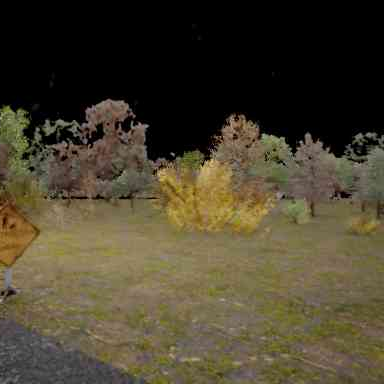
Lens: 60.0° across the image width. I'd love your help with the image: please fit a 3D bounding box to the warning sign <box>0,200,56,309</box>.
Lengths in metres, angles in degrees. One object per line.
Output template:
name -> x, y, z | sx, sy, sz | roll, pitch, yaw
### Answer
warning sign -> -3.556, 1.116, 6.450 | 1.060, 1.860, 1.300 | -1, 0, 35
